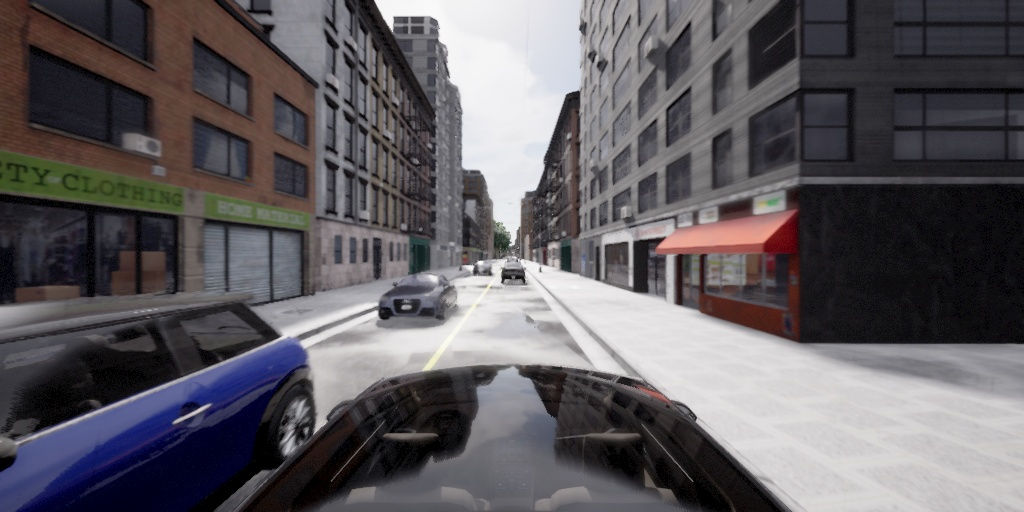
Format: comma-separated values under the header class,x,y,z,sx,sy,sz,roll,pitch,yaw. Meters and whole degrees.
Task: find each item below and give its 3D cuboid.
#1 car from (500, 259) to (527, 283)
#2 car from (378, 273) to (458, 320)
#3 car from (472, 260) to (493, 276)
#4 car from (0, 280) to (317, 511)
class,x,y,z,sx,sy,sz,roll,pitch,yaw
car,0.105,1.245,28.000,1.837,1.490,4.892,0,1,0
car,-3.083,1.311,12.479,1.994,1.385,4.181,0,0,0
car,-3.016,1.226,37.652,2.128,1.511,4.902,0,0,0
car,-3.088,1.101,1.816,2.097,1.767,4.553,0,0,0
